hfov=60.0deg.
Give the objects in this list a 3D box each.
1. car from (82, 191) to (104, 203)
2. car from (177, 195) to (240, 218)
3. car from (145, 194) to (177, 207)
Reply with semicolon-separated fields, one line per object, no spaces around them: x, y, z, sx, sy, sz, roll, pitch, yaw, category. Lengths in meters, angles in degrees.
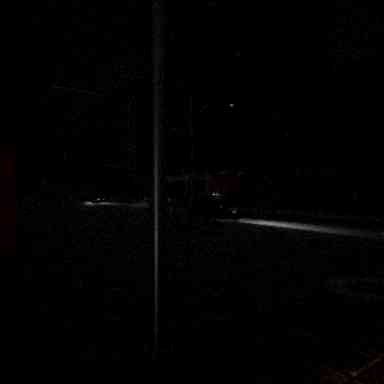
-13.317;0.644;44.536;1.837;1.490;4.892;0;0;-35;car
1.342;0.988;23.723;2.128;1.511;4.902;0;1;-35;car
-3.202;0.894;35.231;1.895;1.301;4.718;0;1;-35;car
